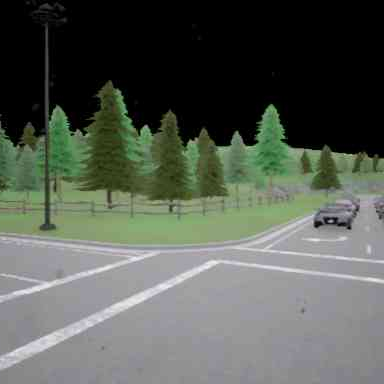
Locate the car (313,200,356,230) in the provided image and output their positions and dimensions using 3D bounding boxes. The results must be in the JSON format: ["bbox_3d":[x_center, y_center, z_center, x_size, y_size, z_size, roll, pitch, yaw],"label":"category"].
[{"bbox_3d":[8.636,1.428,20.231,1.994,1.385,4.181,0,0,28],"label":"car"}]

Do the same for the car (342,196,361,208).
[{"bbox_3d":[21.525,1.241,44.788,2.033,1.411,5.357,0,0,28],"label":"car"}]

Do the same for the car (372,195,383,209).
[{"bbox_3d":[23.872,1.195,41.726,2.128,1.511,4.902,0,0,28],"label":"car"}]

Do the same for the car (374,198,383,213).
[{"bbox_3d":[15.414,1.379,25.552,1.994,1.385,4.181,0,0,28],"label":"car"}]

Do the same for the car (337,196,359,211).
[{"bbox_3d":[12.670,1.337,27.858,1.812,1.442,4.674,0,0,28],"label":"car"}]

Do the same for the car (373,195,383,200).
[{"bbox_3d":[19.175,1.329,32.746,1.994,1.385,4.181,0,0,28],"label":"car"}]

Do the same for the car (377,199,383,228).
[{"bbox_3d":[11.255,1.361,17.727,2.128,1.511,4.902,0,0,28],"label":"car"}]

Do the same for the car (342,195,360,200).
[{"bbox_3d":[16.776,1.109,35.712,2.097,1.767,4.553,0,0,28],"label":"car"}]
